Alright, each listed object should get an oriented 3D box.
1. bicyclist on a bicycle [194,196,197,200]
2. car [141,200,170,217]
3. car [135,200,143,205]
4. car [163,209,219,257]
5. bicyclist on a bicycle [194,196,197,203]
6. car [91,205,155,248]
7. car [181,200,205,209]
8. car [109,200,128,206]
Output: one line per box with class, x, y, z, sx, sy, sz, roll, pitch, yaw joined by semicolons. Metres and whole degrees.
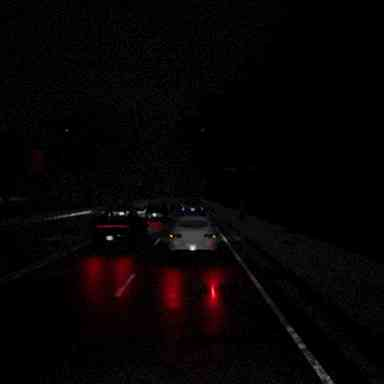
bicyclist on a bicycle;0.876;1.823;78.692;0.659;1.776;1.843;0;0;0
car;-3.171;1.669;30.554;1.837;1.490;4.892;0;0;0
car;-6.599;1.768;44.758;1.812;1.442;4.674;0;0;0
car;0.069;1.597;13.115;1.812;1.442;4.674;0;0;1
bicyclist on a bicycle;0.874;1.879;87.693;0.659;1.776;1.843;0;0;0
car;-3.169;1.573;15.266;2.128;1.511;4.902;0;0;0
car;0.077;1.514;30.198;2.097;1.767;4.553;0;0;0
car;-9.850;1.767;44.757;1.812;1.442;4.674;0;0;0
